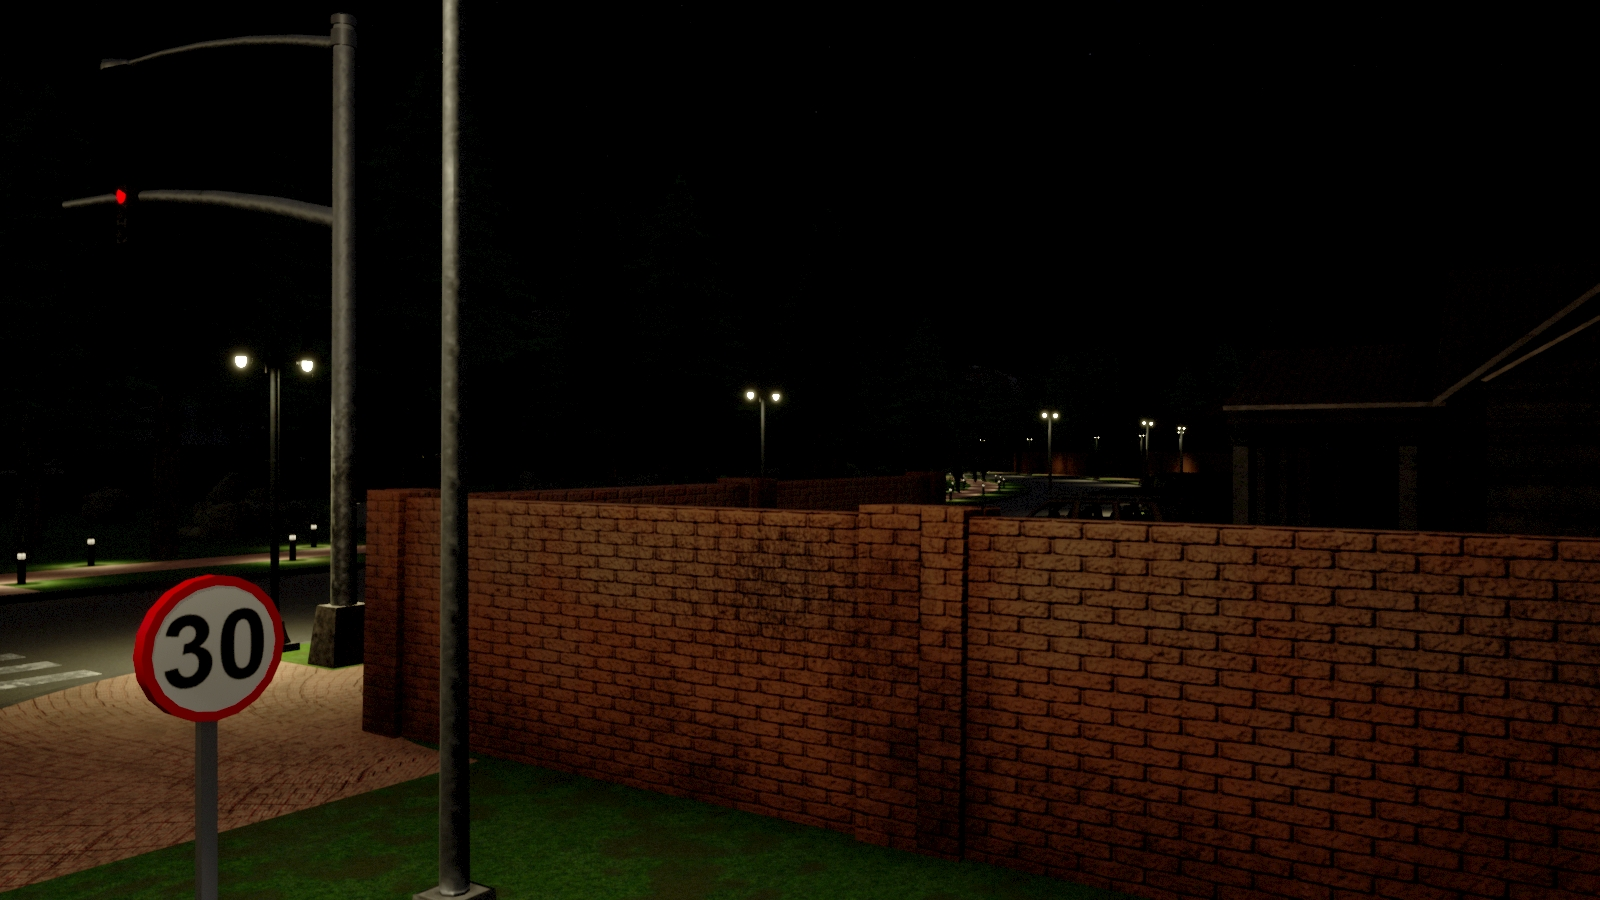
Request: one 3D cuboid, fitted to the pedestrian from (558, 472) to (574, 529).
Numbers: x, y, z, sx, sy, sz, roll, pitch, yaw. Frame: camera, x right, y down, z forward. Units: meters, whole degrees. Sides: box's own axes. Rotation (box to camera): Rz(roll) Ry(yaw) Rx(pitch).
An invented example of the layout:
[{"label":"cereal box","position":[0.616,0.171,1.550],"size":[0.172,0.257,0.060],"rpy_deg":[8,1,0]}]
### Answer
[{"label":"pedestrian","position":[-7.736,1.662,37.791],"size":[0.375,1.860,0.375],"rpy_deg":[0,0,-43]}]
